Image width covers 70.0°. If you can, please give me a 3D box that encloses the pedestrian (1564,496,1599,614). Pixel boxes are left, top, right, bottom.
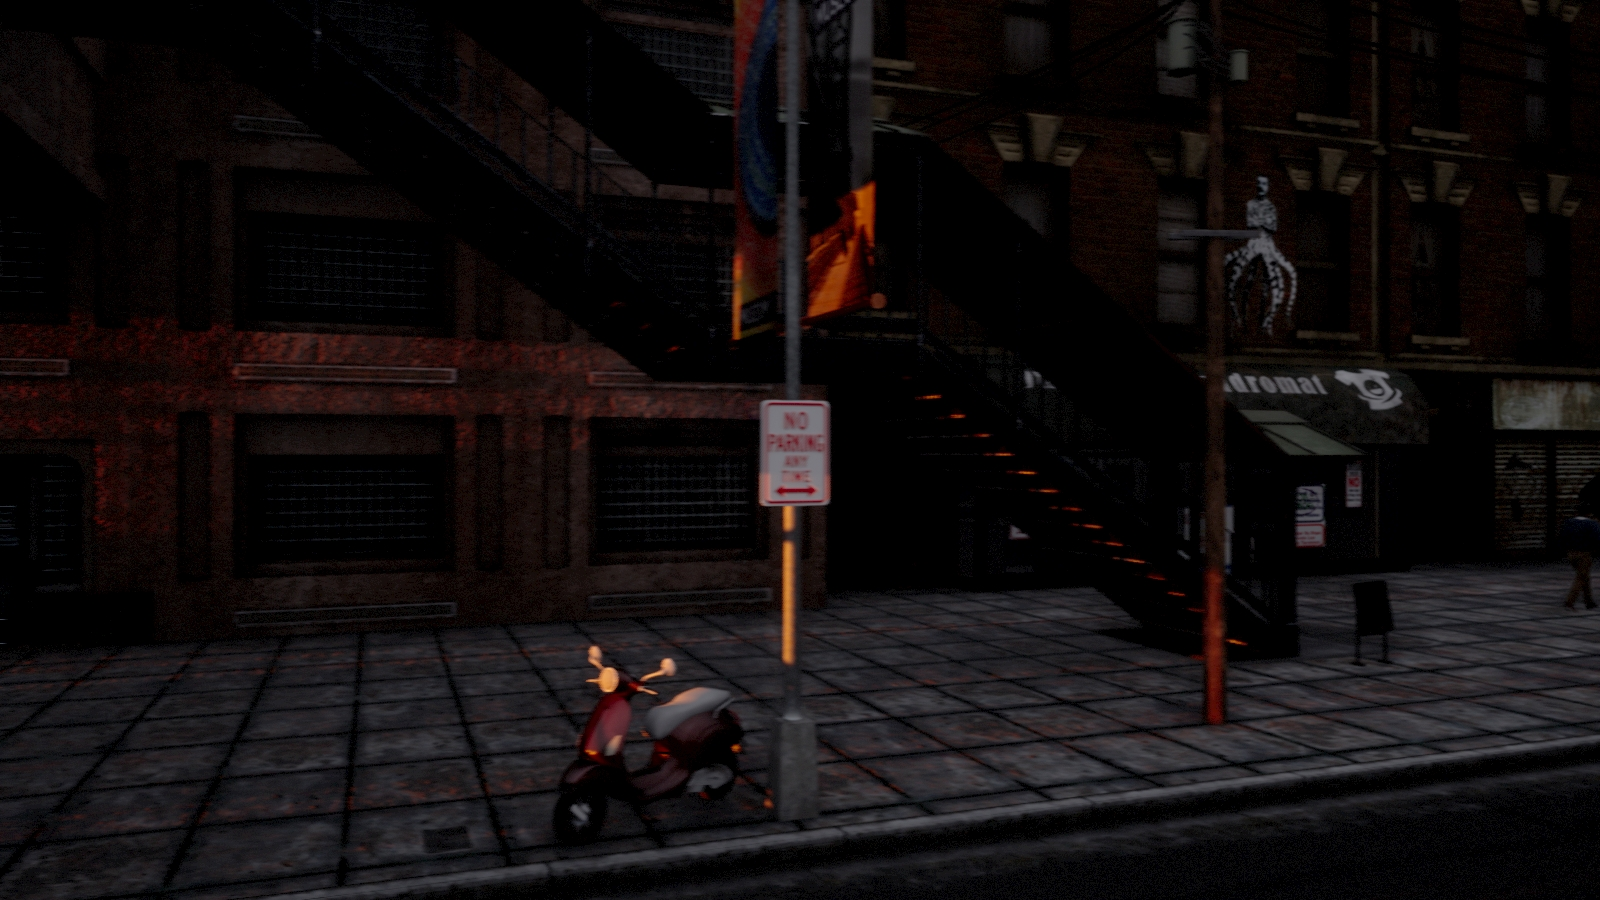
[{"bbox_3d":[12.728,1.695,18.564,0.375,1.860,0.375,0,0,-25],"label":"pedestrian"}]
